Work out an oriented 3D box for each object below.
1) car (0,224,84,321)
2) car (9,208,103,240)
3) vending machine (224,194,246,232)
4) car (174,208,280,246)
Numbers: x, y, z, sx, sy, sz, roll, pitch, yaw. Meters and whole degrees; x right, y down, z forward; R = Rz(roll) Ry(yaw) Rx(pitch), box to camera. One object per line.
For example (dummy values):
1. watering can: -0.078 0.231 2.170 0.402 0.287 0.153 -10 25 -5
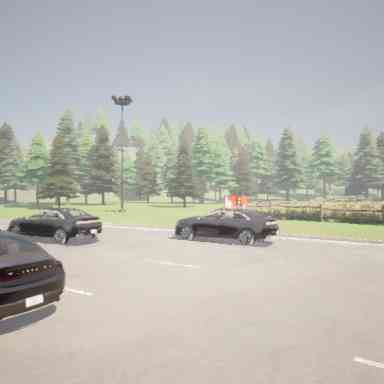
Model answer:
1. car: -4.632 1.505 6.597 4.892 1.490 1.837 0 0 30
2. car: -6.401 1.491 15.463 4.902 1.511 2.128 0 0 27
3. vending machine: 2.522 1.195 19.369 0.880 2.100 1.100 0 0 30
4. car: 1.506 1.491 15.160 4.902 1.511 2.128 0 0 30
